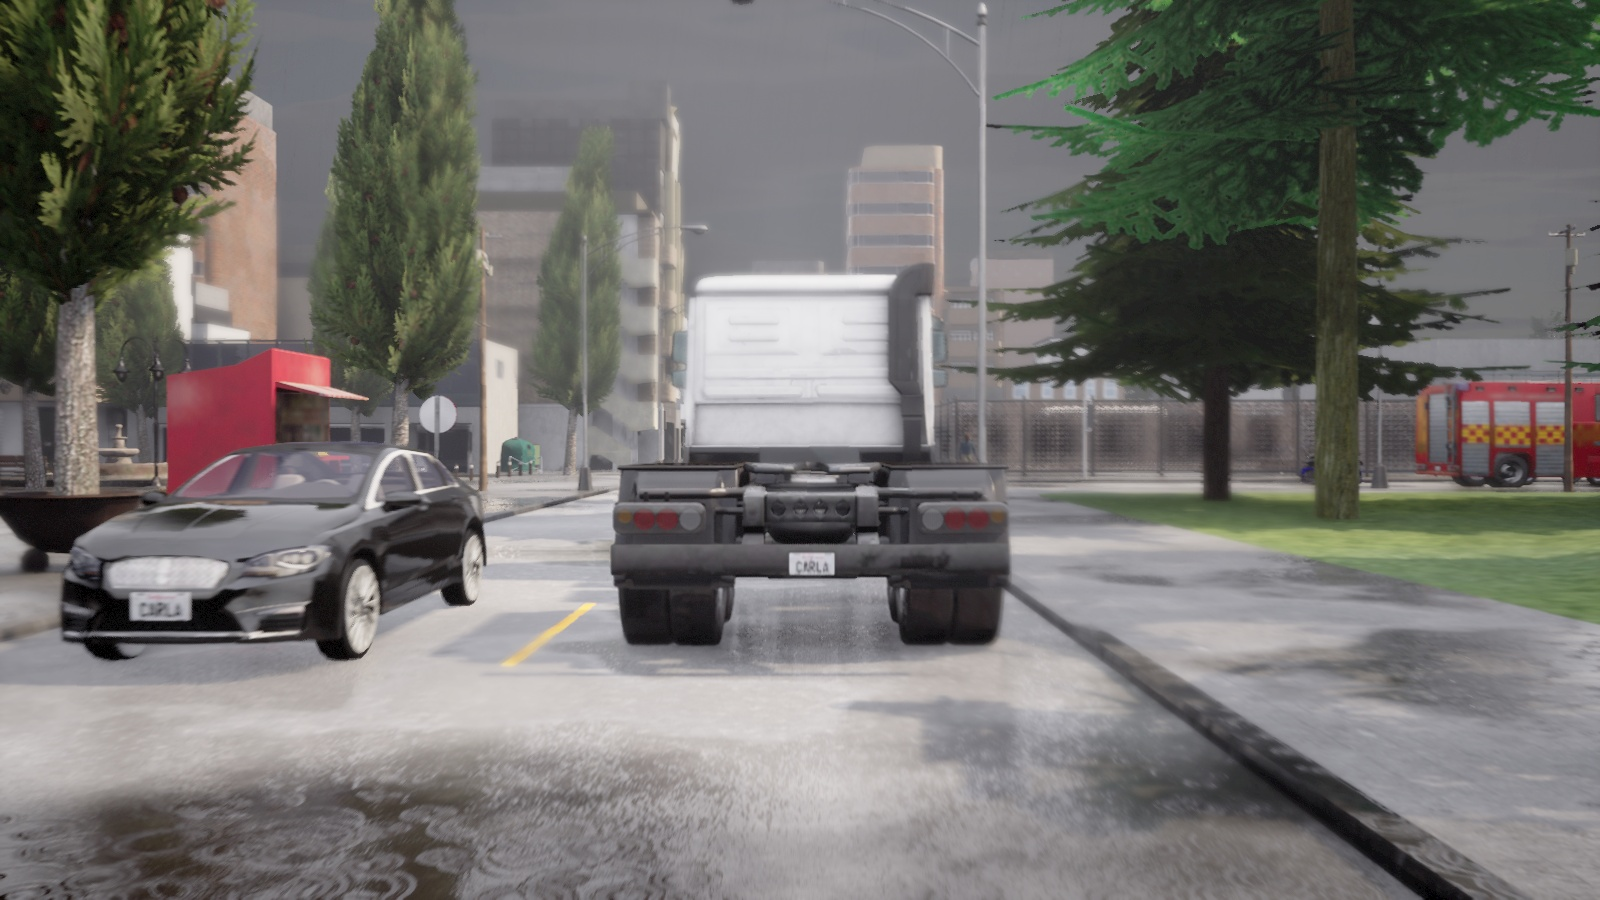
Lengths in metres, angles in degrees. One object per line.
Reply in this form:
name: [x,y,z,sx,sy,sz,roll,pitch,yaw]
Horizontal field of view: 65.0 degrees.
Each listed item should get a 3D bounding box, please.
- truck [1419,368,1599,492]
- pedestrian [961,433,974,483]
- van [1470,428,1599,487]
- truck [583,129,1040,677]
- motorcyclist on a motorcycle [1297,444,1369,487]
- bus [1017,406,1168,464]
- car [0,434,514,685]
truck: [24.984,-0.627,40.590,8.468,3.827,2.891,0,0,0]
pedestrian: [6.200,0.289,46.413,0.370,1.835,0.726,0,0,0]
van: [26.575,0.242,44.588,4.480,2.038,2.069,0,0,0]
truck: [0.097,-0.304,11.907,2.891,3.462,7.936,0,0,0]
motorcyclist on a motorcycle: [18.952,0.547,44.664,2.191,1.530,0.866,0,0,-1]
bus: [21.786,-1.138,93.991,10.273,4.253,3.944,0,0,-2]
car: [-3.918,0.643,10.011,2.128,1.511,4.902,0,0,0]
